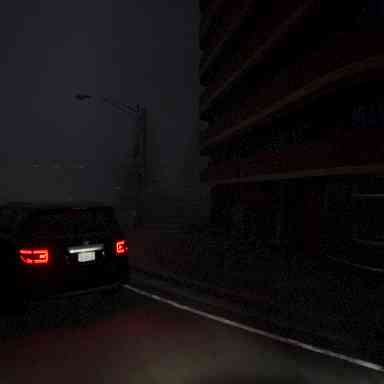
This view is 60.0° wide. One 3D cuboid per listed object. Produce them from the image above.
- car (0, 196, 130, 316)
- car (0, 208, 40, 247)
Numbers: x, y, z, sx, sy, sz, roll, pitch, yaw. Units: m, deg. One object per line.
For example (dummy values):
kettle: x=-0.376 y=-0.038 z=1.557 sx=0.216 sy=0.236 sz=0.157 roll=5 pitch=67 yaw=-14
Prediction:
car: x=-3.547 y=1.221 z=7.874 sx=2.150 sy=2.045 sz=5.566 roll=0 pitch=0 yaw=-40
car: x=-8.419 y=1.564 z=15.845 sx=1.994 sy=1.385 sz=4.181 roll=0 pitch=0 yaw=-26
